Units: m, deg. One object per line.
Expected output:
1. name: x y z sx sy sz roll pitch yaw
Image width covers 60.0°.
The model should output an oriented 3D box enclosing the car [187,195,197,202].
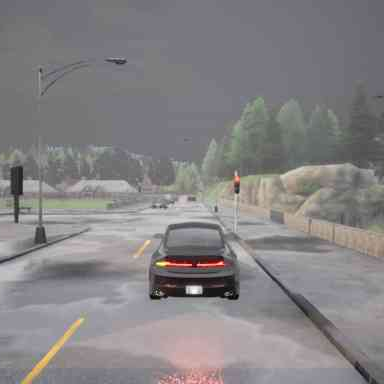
1. car: -0.032 1.324 70.999 1.882 1.535 5.008 0 0 0

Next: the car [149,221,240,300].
1. car: 0.057 1.505 8.381 1.837 1.490 4.892 0 0 0

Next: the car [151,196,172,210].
1. car: -4.118 1.491 43.122 2.128 1.511 4.902 0 0 0

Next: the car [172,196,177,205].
1. car: -4.105 1.525 58.770 1.812 1.442 4.674 0 0 0

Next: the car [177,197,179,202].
1. car: -4.034 1.545 74.447 1.994 1.385 4.181 0 0 0
